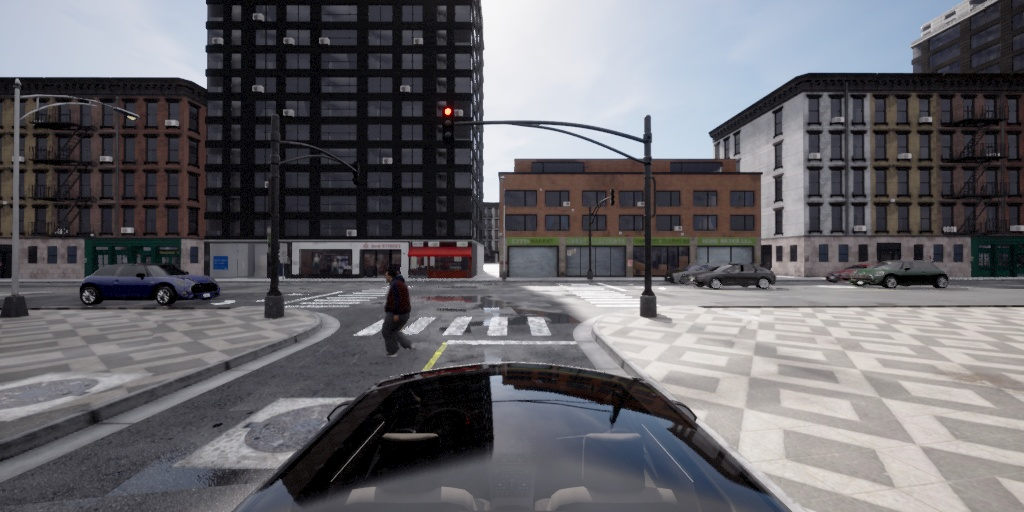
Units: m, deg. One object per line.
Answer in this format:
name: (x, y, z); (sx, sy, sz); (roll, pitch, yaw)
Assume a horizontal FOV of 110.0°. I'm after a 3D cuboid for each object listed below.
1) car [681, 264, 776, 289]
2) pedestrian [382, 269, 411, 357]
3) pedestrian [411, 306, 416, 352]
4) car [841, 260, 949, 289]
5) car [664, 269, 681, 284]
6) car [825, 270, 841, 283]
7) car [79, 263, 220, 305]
car: (13.474, 1.240, 22.077); (4.892, 1.490, 1.837); (0, 0, 0)
pedestrian: (-2.277, 1.045, 7.038); (0.375, 1.860, 0.375); (0, 0, 0)
pedestrian: (-2.382, 1.326, 7.753); (0.375, 1.300, 0.375); (0, 0, 0)
car: (23.711, 1.067, 22.113); (4.553, 1.767, 2.097); (0, 0, 0)
car: (13.049, 1.326, 25.329); (4.181, 1.385, 1.994); (0, 0, 0)
car: (24.965, 1.263, 25.353); (4.674, 1.442, 1.812); (0, 0, 0)
car: (-15.217, 1.088, 15.270); (4.553, 1.767, 2.097); (0, 0, 1)
